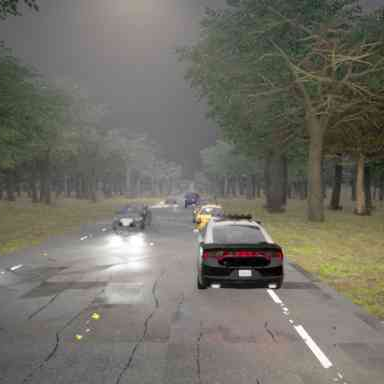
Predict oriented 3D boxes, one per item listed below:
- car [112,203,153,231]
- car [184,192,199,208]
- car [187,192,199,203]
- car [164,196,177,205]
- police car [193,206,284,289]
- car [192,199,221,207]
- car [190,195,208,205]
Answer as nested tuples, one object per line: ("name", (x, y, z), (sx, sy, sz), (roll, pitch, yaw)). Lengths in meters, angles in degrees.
("car", (-3.558, 1.465, 20.470), (2.128, 1.511, 4.902), (0, 0, 0))
("car", (0.110, 1.106, 45.873), (2.150, 2.045, 5.566), (0, 0, 0))
("car", (0.134, 1.010, 64.143), (2.150, 2.045, 5.566), (0, 0, 0))
("car", (-3.387, 1.369, 54.148), (1.812, 1.442, 4.674), (0, 0, 0))
("police car", (1.069, 1.418, 9.246), (1.930, 1.638, 5.238), (0, 0, 0))
("car", (1.090, 1.431, 19.328), (1.801, 1.575, 5.366), (0, 0, 0))
("car", (1.102, 1.313, 25.110), (2.097, 1.767, 4.553), (0, 0, 0))
